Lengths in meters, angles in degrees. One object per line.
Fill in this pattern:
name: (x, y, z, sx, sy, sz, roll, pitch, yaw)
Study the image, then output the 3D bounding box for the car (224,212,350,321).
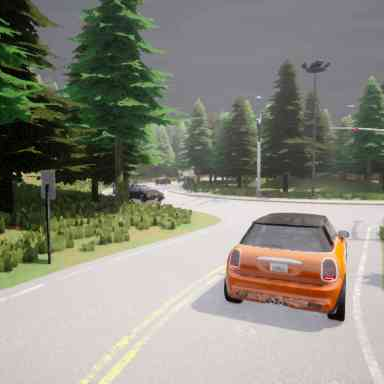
car: (2.359, 1.241, 7.539, 2.097, 1.767, 4.553, 2, 2, 25)

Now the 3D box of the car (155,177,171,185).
car: (-5.176, -2.039, 60.228, 1.882, 1.535, 5.008, 0, 4, 10)

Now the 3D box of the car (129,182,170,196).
car: (-4.523, 0.080, 30.795, 2.033, 1.411, 5.357, -3, 5, -35)

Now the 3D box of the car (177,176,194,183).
car: (-1.304, -2.676, 69.817, 1.812, 1.442, 4.674, 3, 5, 35)

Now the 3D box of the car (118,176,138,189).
car: (-9.499, -1.432, 49.981, 2.097, 1.767, 4.553, 0, 4, 0)

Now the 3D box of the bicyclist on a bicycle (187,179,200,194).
bicyclist on a bicycle: (0.158, -0.641, 37.300, 1.656, 1.620, 0.582, -3, 5, -28)
